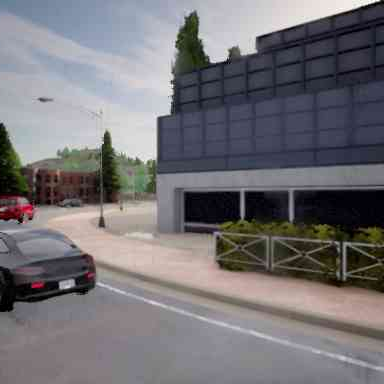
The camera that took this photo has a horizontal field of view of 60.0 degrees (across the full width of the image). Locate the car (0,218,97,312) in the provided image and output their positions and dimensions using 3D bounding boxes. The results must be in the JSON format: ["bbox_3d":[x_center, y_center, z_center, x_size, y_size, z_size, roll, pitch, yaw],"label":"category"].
[{"bbox_3d":[-3.972,1.578,7.870,4.674,1.442,1.812,0,0,45],"label":"car"}]

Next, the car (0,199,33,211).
[{"bbox_3d":[-24.567,1.782,45.964,1.882,1.535,5.008,0,-1,13],"label":"car"}]

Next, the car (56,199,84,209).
[{"bbox_3d":[-19.125,1.832,52.336,1.837,1.490,4.892,0,-1,21],"label":"car"}]

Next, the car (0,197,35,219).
[{"bbox_3d":[-14.024,1.395,26.185,2.150,2.045,5.566,0,0,-14],"label":"car"}]
